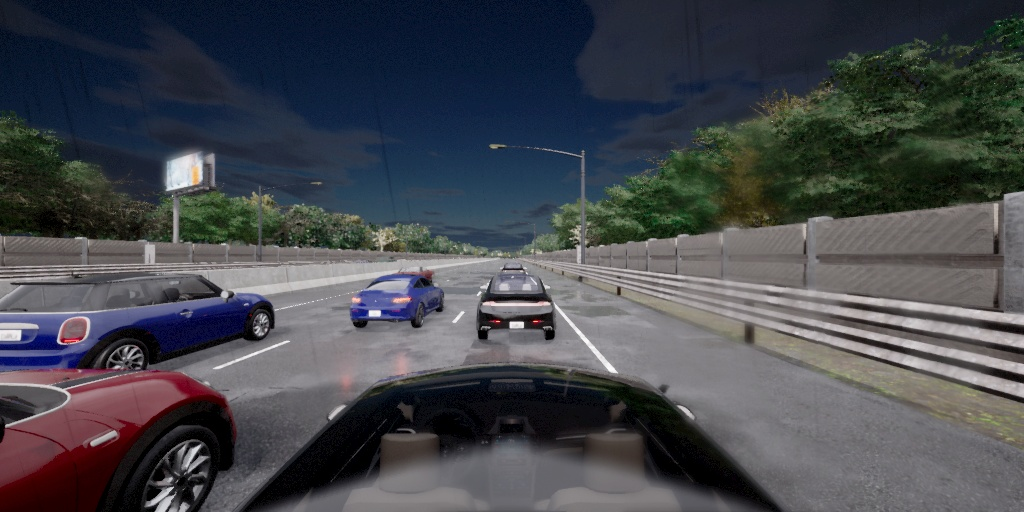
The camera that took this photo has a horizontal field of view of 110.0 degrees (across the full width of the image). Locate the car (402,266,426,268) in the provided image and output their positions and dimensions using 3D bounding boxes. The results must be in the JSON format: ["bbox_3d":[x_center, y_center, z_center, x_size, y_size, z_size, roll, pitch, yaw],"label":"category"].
[{"bbox_3d":[-6.905,1.371,25.639,1.895,1.301,4.718,0,0,1],"label":"car"}]

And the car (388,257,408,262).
[{"bbox_3d":[-17.539,1.329,57.038,1.882,1.535,5.008,0,0,1],"label":"car"}]

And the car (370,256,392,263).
[{"bbox_3d":[-21.014,1.087,59.545,2.150,2.045,5.566,0,-1,0],"label":"car"}]

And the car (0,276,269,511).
[{"bbox_3d":[-3.405,1.102,1.177,2.097,1.767,4.553,0,0,0],"label":"car"}]

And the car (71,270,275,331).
[{"bbox_3d":[-6.896,1.104,7.022,2.097,1.767,4.553,0,0,-1],"label":"car"}]

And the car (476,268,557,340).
[{"bbox_3d":[0.100,1.244,9.978,2.128,1.511,4.902,0,0,0],"label":"car"}]

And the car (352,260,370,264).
[{"bbox_3d":[-24.523,1.350,58.680,2.128,1.511,4.902,0,0,0],"label":"car"}]

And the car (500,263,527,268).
[{"bbox_3d":[0.094,1.264,27.217,2.128,1.511,4.902,0,0,0],"label":"car"}]

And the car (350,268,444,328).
[{"bbox_3d":[-3.405,1.280,11.295,1.812,1.442,4.674,0,0,1],"label":"car"}]
